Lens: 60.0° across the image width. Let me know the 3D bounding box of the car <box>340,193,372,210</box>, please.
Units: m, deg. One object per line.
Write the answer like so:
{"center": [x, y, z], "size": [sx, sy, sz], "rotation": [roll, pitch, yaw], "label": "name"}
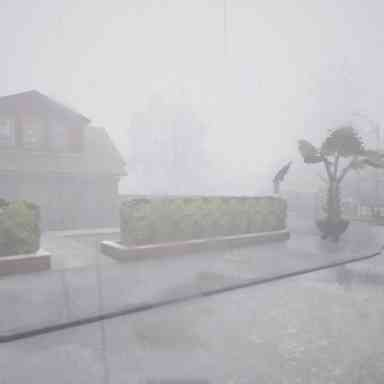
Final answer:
{"center": [17.518, 0.998, 36.312], "size": [3.866, 1.878, 1.905], "rotation": [0, 0, 0], "label": "car"}
